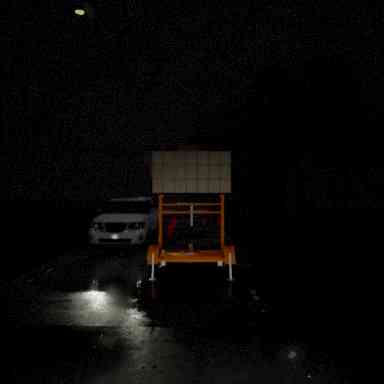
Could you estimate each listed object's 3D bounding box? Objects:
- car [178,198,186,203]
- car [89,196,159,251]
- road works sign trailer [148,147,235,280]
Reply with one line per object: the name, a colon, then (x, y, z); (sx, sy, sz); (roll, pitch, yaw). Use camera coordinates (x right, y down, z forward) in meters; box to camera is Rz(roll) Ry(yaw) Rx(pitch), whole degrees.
car: (-2.653, 2.278, 89.923); (2.033, 1.411, 5.357); (0, -1, 0)
car: (-2.735, 1.233, 14.575); (2.150, 2.045, 5.566); (0, 0, 0)
road works sign trailer: (-0.009, 0.471, 9.892); (2.380, 3.560, 2.880); (0, 0, 0)
